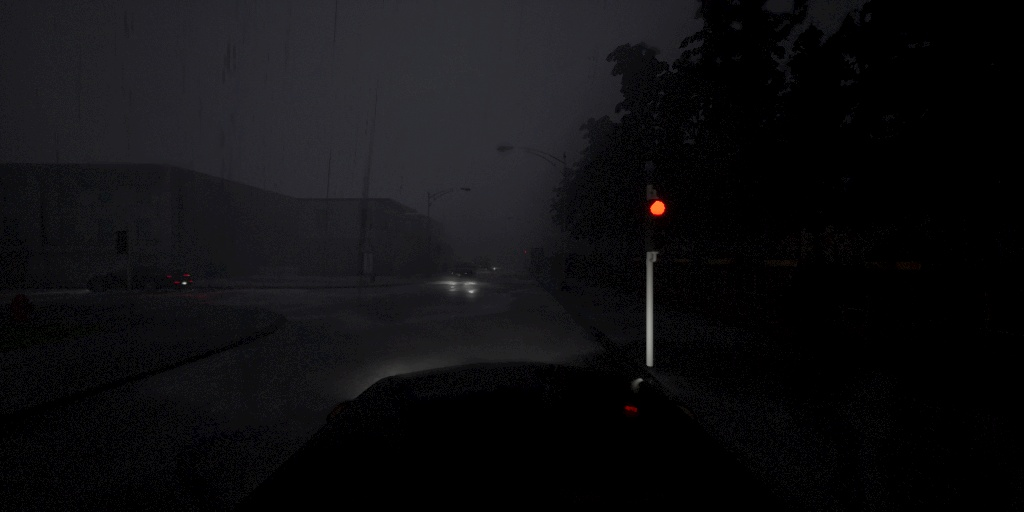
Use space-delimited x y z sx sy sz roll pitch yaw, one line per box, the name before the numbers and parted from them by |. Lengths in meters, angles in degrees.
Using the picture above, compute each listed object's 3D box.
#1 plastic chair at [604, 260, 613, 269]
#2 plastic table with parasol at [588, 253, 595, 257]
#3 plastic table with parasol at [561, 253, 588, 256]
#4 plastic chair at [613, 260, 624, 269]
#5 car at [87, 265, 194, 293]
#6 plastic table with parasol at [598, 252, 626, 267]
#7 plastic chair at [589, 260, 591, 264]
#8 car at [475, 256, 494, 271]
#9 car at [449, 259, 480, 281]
plastic chair | 14.364 1.306 54.214 0.730 1.272 0.750 0 0 -35
plastic table with parasol | 14.722 0.673 63.330 2.482 2.480 2.482 0 0 -42
plastic table with parasol | 10.021 0.684 57.859 2.482 2.480 2.482 0 0 -40
plastic chair | 16.070 1.296 54.116 0.750 1.272 0.730 0 0 -40
car | -20.649 1.255 20.007 4.892 1.490 1.837 0 0 1
plastic table with parasol | 15.338 0.694 55.115 2.482 2.480 2.482 0 0 -40
plastic chair | 13.770 1.304 62.443 0.730 1.272 0.750 0 0 -35
car | -4.061 0.974 48.580 2.150 2.045 5.566 0 0 0
car | -4.075 1.255 30.133 1.837 1.490 4.892 0 0 0
